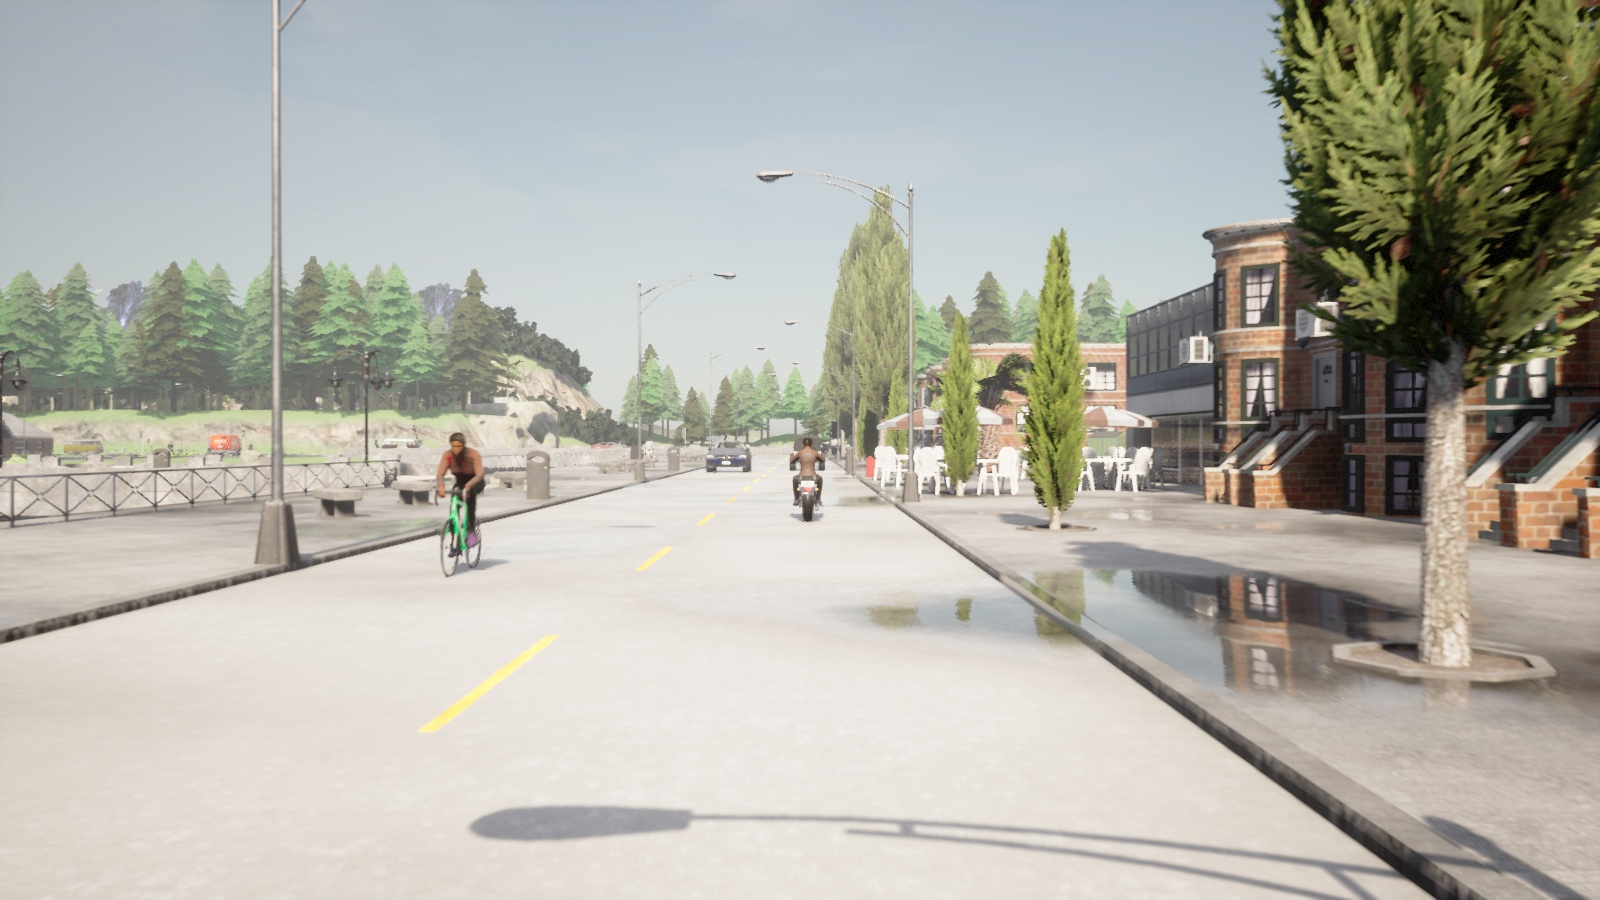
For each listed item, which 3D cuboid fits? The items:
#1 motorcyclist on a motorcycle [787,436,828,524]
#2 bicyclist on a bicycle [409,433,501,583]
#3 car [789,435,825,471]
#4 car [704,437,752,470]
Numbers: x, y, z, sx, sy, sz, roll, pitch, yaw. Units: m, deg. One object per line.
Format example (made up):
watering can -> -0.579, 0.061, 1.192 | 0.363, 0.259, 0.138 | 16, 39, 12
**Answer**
motorcyclist on a motorcycle -> 0.152, 0.557, 24.811 | 0.766, 1.649, 2.350 | 0, 0, 0
bicyclist on a bicycle -> -3.905, 0.615, 14.330 | 0.582, 1.620, 1.656 | 0, 1, 0
car -> 0.395, 0.156, 68.698 | 1.905, 1.878, 3.866 | 0, 0, 0
car -> -3.629, 0.160, 64.236 | 2.152, 1.651, 5.027 | 0, 0, 0
